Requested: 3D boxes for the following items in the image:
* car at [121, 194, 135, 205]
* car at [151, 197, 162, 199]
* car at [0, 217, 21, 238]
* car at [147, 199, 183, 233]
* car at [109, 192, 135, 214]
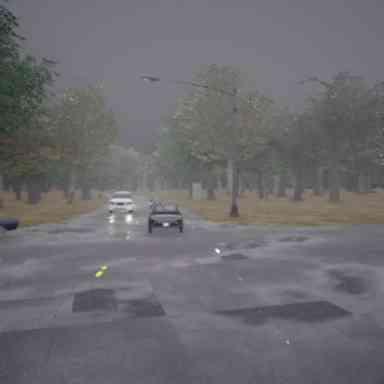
[{"bbox_3d":[-10.029,1.089,52.231,2.128,1.511,4.902,0,1,-10],"label":"car"},{"bbox_3d":[-4.366,1.292,41.009,2.033,1.411,5.357,0,0,-9],"label":"car"},{"bbox_3d":[-10.872,1.704,15.758,4.718,1.301,1.895,-6,1,-36],"label":"car"},{"bbox_3d":[-1.526,1.394,18.992,2.128,1.511,4.902,0,0,-5],"label":"car"},{"bbox_3d":[-6.895,1.000,32.881,2.150,2.045,5.566,0,1,-8],"label":"car"}]
